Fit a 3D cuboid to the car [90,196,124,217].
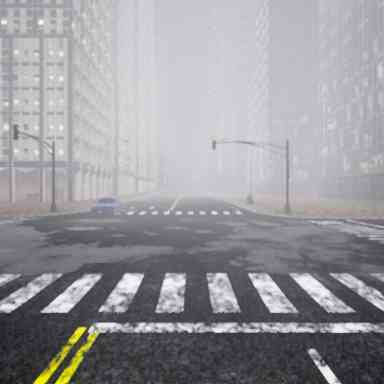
[{"bbox_3d":[-6.826,1.097,27.029,1.882,1.535,5.008,0,3,-1],"label":"car"}]
